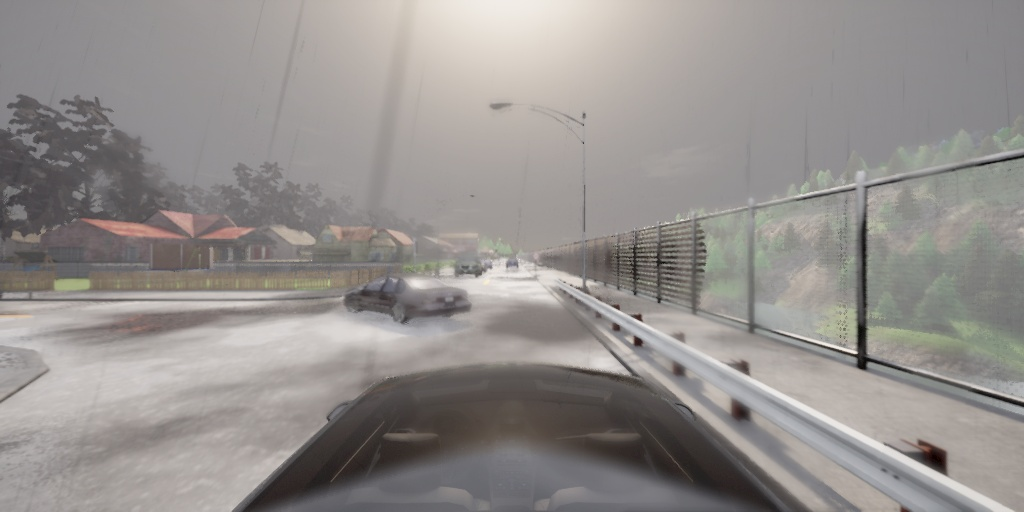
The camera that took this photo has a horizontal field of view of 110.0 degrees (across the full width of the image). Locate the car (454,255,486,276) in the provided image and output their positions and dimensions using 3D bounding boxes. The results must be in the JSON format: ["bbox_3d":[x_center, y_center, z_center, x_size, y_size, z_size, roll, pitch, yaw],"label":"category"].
[{"bbox_3d":[-4.044,0.962,34.057,2.150,2.045,5.566,0,0,0],"label":"car"}]

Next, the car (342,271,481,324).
[{"bbox_3d":[-3.693,1.296,12.008,5.357,1.411,2.033,0,0,42],"label":"car"}]

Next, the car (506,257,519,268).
[{"bbox_3d":[0.085,1.081,60.130,2.097,1.767,4.553,0,0,0],"label":"car"}]

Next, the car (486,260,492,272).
[{"bbox_3d":[-3.992,1.285,44.300,2.033,1.411,5.357,0,0,1],"label":"car"}]
